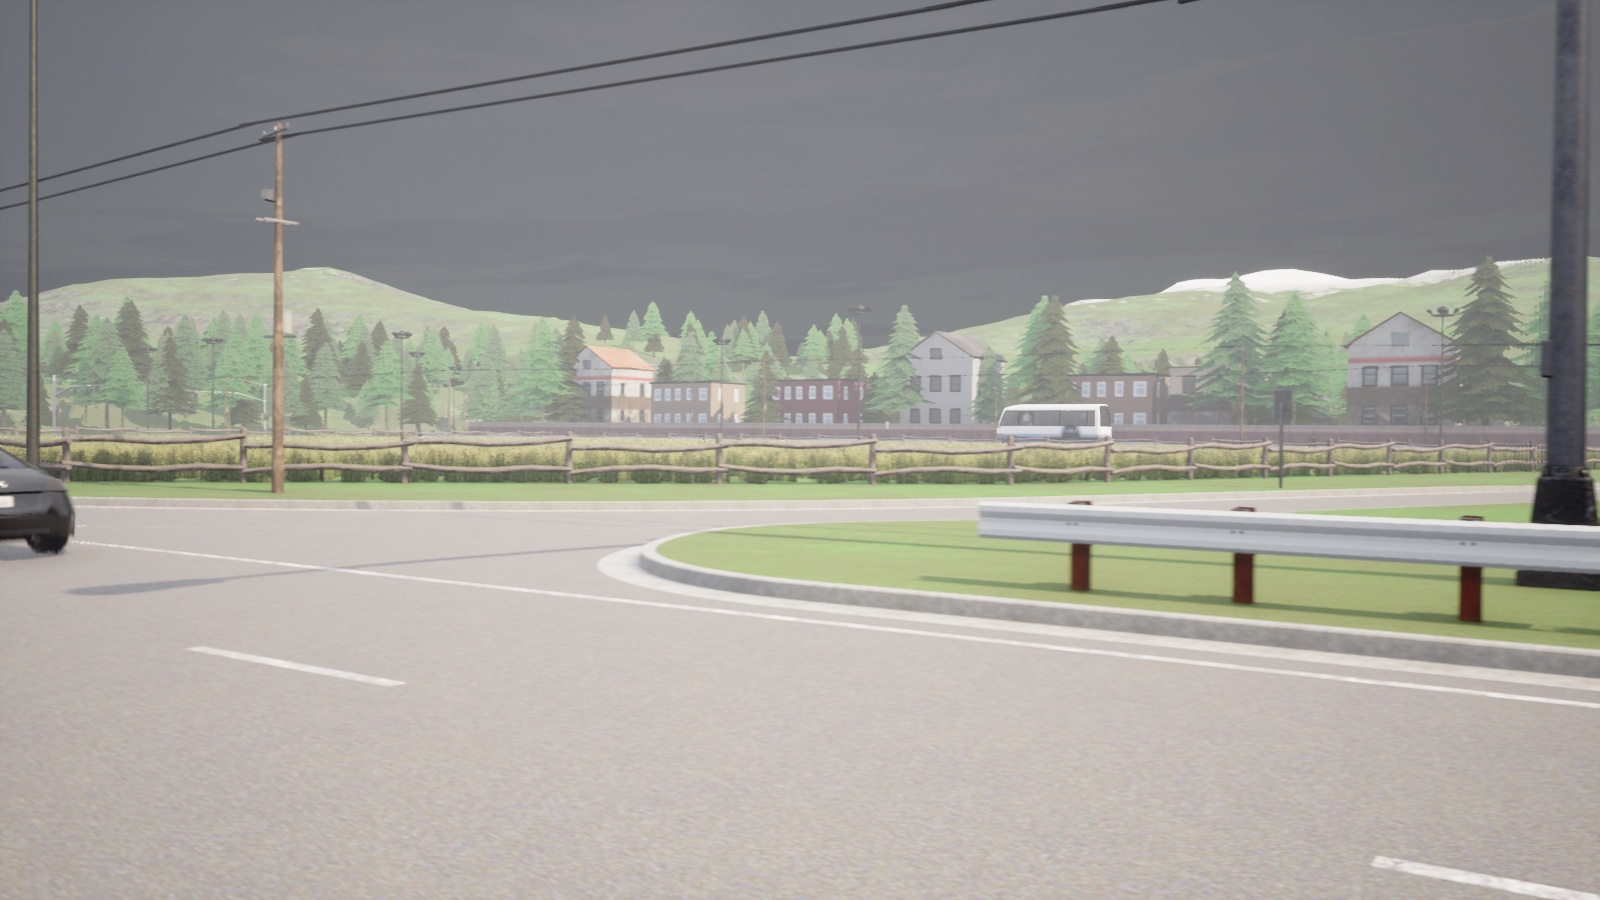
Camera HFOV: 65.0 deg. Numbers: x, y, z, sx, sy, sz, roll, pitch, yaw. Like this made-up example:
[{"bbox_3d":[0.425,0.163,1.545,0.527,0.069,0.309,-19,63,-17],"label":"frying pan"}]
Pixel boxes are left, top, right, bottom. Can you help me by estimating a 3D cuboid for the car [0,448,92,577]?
[{"bbox_3d":[-10.442,0.690,14.763,4.181,1.385,1.994,0,1,34],"label":"car"}]
